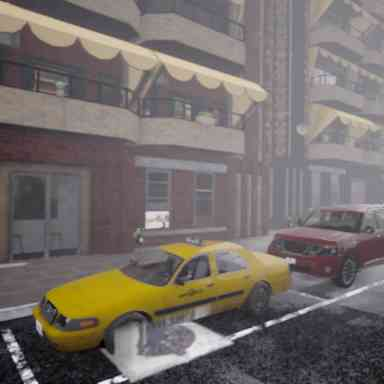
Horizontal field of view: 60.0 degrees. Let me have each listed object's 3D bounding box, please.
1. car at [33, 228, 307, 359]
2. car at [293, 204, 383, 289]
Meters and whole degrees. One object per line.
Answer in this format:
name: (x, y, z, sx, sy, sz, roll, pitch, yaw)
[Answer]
car: (-0.173, 1.537, 6.021, 4.829, 1.417, 1.752, 0, 1, -37)
car: (4.377, 1.306, 9.455, 5.009, 1.841, 2.192, 0, 1, -37)
